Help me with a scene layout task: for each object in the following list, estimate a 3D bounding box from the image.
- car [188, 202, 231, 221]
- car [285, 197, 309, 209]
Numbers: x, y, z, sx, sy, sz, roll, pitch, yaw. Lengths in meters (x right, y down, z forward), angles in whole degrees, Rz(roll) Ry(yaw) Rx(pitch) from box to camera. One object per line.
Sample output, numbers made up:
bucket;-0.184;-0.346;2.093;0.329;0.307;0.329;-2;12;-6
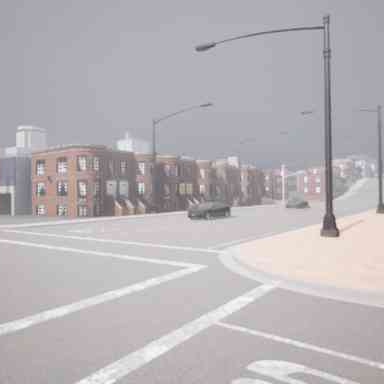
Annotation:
car;1.598;1.620;29.360;1.882;1.535;5.008;-1;0;37
car;14.881;1.485;47.019;2.097;1.767;4.553;-1;0;37
